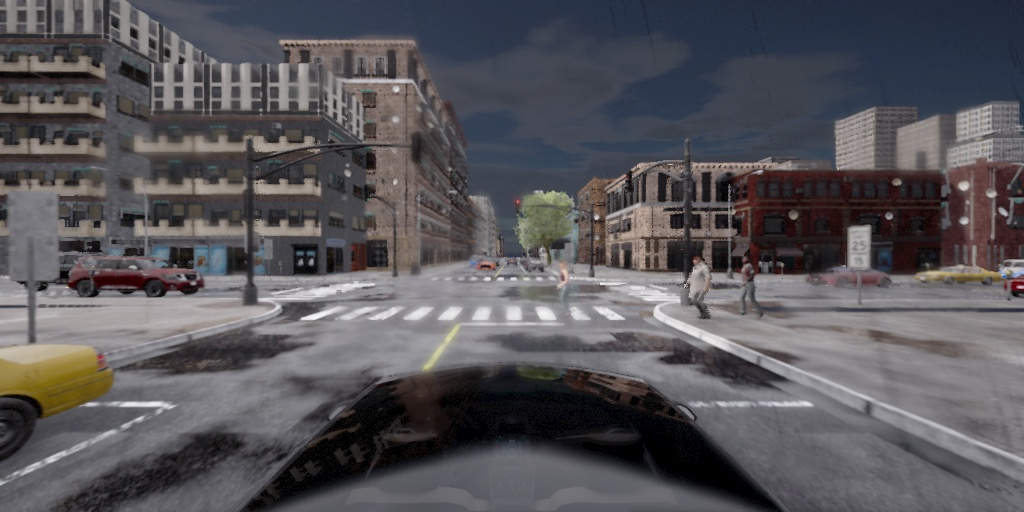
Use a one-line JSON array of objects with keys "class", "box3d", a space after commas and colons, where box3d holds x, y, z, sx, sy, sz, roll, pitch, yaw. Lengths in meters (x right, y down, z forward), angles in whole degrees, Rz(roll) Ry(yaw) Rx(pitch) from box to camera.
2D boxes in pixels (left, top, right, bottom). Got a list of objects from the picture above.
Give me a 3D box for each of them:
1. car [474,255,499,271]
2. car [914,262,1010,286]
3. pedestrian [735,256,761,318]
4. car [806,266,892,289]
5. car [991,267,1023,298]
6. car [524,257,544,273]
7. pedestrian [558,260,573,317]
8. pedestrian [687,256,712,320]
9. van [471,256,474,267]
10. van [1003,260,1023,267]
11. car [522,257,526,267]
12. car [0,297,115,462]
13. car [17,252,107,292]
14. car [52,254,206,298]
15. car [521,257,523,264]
[{"class": "car", "box3d": [-3.081, 0.929, 43.971, 2.097, 1.767, 4.553, 0, 0, 0]}, {"class": "car", "box3d": [31.440, 1.309, 25.340, 4.829, 1.417, 1.751, 0, 0, 0]}, {"class": "pedestrian", "box3d": [7.086, 0.883, 10.781, 0.375, 1.860, 0.375, 0, 0, 0]}, {"class": "car", "box3d": [21.207, 1.312, 22.672, 4.181, 1.385, 1.994, 0, 0, 0]}, {"class": "car", "box3d": [26.147, 1.346, 16.869, 4.507, 1.381, 1.888, 0, 0, 0]}, {"class": "car", "box3d": [2.689, 1.139, 40.331, 2.007, 1.370, 4.403, 0, 0, 0]}, {"class": "pedestrian", "box3d": [1.676, 0.996, 11.382, 0.375, 1.860, 0.375, 0, 0, 0]}, {"class": "pedestrian", "box3d": [5.329, 0.850, 10.181, 0.375, 1.860, 0.375, 0, 0, 0]}, {"class": "van", "box3d": [-5.693, 0.873, 57.422, 1.690, 1.789, 3.998, 0, 0, 0]}, {"class": "van", "box3d": [37.136, 1.152, 25.381, 3.998, 1.789, 1.690, 0, 0, 0]}, {"class": "car", "box3d": [2.689, 1.009, 46.028, 1.967, 1.591, 4.097, 0, 0, 0]}, {"class": "car", "box3d": [-5.691, 1.272, 2.211, 1.751, 1.417, 4.829, 0, 0, 0]}, {"class": "car", "box3d": [-22.637, 0.816, 19.156, 5.566, 2.045, 2.150, 0, 0, 0]}, {"class": "car", "box3d": [-17.277, 0.939, 16.611, 5.009, 1.841, 2.192, 0, 0, 0]}, {"class": "car", "box3d": [2.688, 0.991, 51.724, 1.967, 1.591, 4.097, 0, 0, 0]}]
